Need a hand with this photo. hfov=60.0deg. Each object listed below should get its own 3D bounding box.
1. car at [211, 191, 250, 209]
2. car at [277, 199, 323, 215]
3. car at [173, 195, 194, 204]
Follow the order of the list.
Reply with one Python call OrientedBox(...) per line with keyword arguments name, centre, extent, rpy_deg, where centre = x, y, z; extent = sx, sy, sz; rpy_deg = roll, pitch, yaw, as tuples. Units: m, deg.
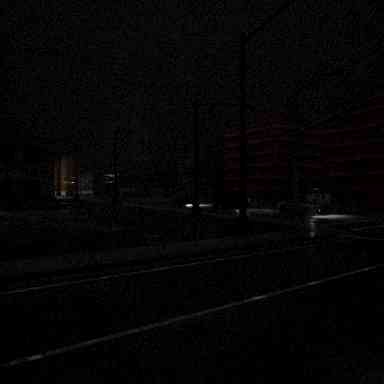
OrientedBox(name="car", centre=(4.698, 0.942, 41.142), extent=(2.150, 2.045, 5.566), rpy_deg=(0, 1, -35))
OrientedBox(name="car", centre=(10.481, 1.393, 32.690), extent=(1.812, 1.442, 4.674), rpy_deg=(0, 1, -34))
OrientedBox(name="car", centre=(-1.131, 1.102, 49.665), extent=(1.994, 1.385, 4.181), rpy_deg=(0, 1, -34))
